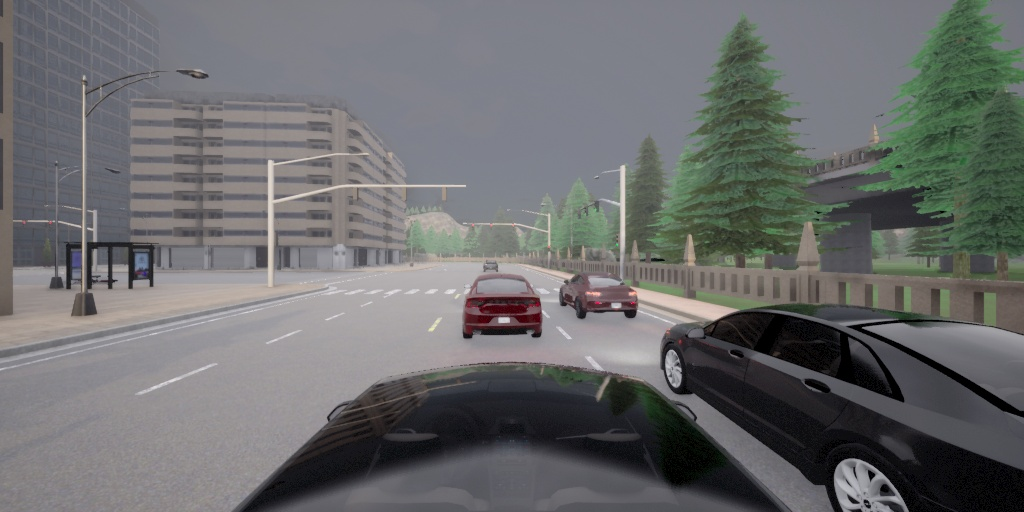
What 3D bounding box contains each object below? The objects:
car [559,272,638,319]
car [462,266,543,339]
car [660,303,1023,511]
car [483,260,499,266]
[{"bbox_3d":[2.920,1.276,12.753,1.812,1.442,4.674,0,0,-3],"label":"car"},{"bbox_3d":[-0.342,1.228,10.178,1.882,1.535,5.008,0,0,-4],"label":"car"},{"bbox_3d":[3.257,1.255,3.763,1.837,1.490,4.892,0,0,0],"label":"car"},{"bbox_3d":[-2.720,1.242,45.920,2.128,1.511,4.902,0,0,-4],"label":"car"}]
